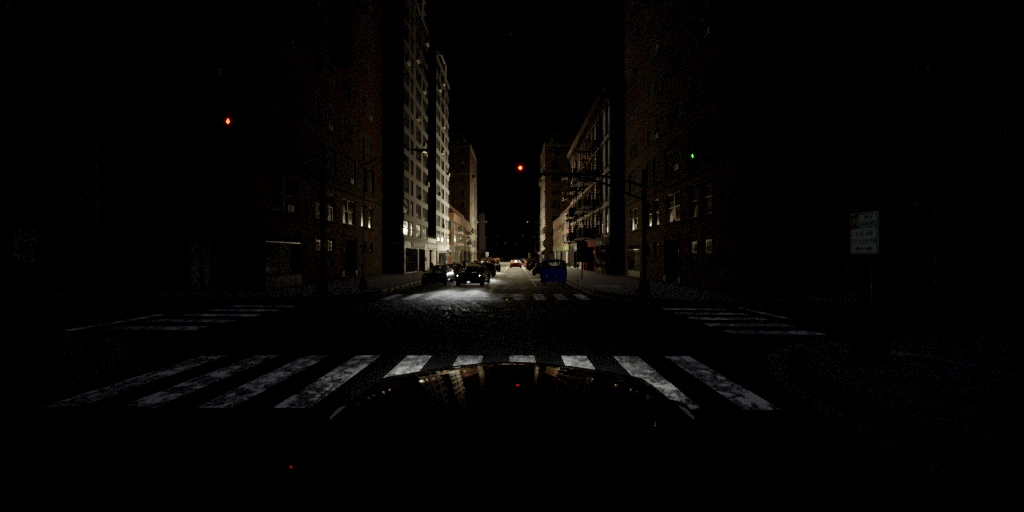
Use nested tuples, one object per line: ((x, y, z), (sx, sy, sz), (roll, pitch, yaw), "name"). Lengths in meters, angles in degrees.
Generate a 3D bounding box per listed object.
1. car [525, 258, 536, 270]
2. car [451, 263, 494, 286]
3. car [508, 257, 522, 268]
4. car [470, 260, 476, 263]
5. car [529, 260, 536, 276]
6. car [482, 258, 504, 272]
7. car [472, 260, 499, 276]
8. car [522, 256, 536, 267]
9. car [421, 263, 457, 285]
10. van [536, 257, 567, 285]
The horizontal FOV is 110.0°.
((3.058, 1.325, 48.099), (1.802, 1.307, 4.207), (0, 0, 1), "car")
((-2.649, 1.349, 25.147), (1.895, 1.301, 4.718), (0, 0, 4), "car")
((0.626, 1.336, 59.057), (1.895, 1.301, 4.718), (0, 0, 1), "car")
((-4.968, 1.269, 47.997), (1.751, 1.417, 4.829), (0, 0, 1), "car")
((2.954, 1.329, 36.736), (1.802, 1.307, 4.207), (0, 0, 1), "car")
((-2.446, 1.309, 45.212), (1.994, 1.385, 4.181), (0, 0, 1), "car")
((-2.544, 1.349, 35.158), (1.895, 1.301, 4.718), (0, 0, 1), "car")
((3.110, 1.054, 53.781), (2.192, 1.841, 5.009), (0, 0, 1), "car")
((-5.175, 1.299, 25.440), (2.007, 1.370, 4.403), (0, 0, 1), "car")
((2.850, 1.089, 25.375), (1.690, 1.789, 3.998), (0, 0, 1), "van")
